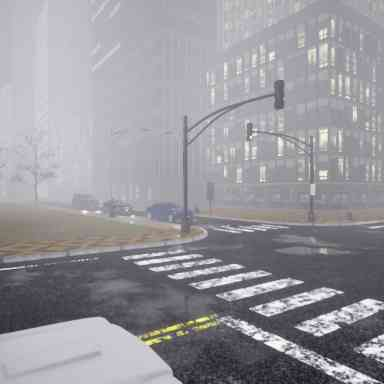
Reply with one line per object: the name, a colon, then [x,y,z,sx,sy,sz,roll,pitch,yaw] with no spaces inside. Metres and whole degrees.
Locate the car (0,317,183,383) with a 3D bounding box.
car: [-2.256,1.601,1.834,4.718,1.301,1.895,0,0,-36]

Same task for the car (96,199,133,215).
car: [-7.744,1.497,34.268,2.128,1.511,4.902,0,0,-35]

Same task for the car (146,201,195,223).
car: [-1.767,1.484,25.807,1.882,1.535,5.008,0,0,-36]

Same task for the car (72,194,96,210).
car: [-13.832,1.227,42.908,2.150,2.045,5.566,0,0,-35]
